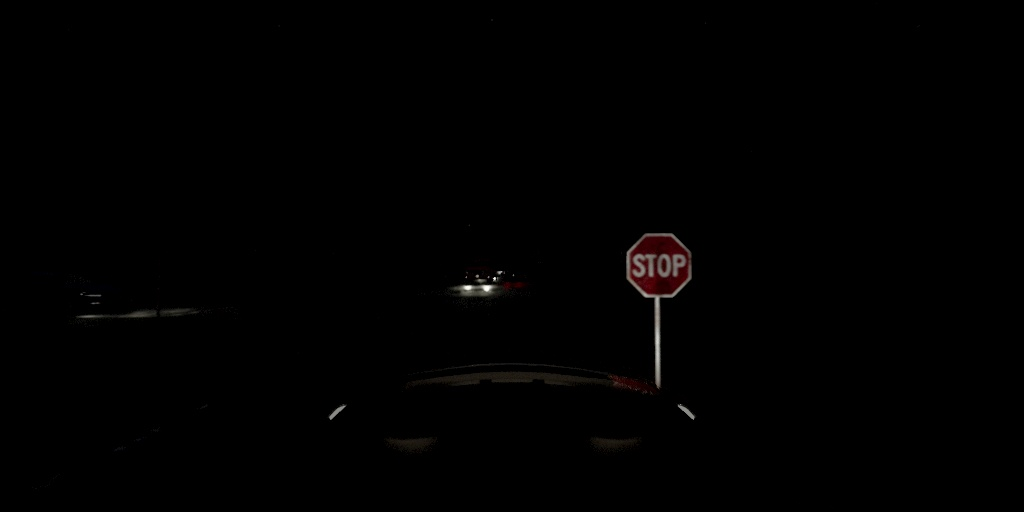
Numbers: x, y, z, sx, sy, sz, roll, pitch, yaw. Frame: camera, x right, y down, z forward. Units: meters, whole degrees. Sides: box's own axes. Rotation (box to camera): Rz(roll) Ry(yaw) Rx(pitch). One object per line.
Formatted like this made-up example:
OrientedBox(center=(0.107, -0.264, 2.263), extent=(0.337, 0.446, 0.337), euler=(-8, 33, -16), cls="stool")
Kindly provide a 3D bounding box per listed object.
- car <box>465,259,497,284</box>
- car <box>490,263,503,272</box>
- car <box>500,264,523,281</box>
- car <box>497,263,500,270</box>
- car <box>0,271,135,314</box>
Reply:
OrientedBox(center=(-2.818, 1.323, 31.862), extent=(2.150, 2.045, 5.566), euler=(0, -1, 0), cls="car")
OrientedBox(center=(-2.720, 2.007, 63.358), extent=(2.033, 1.411, 5.357), euler=(0, -1, 0), cls="car")
OrientedBox(center=(0.131, 1.643, 36.204), extent=(2.128, 1.511, 4.902), euler=(0, -1, 0), cls="car")
OrientedBox(center=(-2.807, 1.708, 43.141), extent=(1.882, 1.535, 5.008), euler=(0, 0, 0), cls="car")
OrientedBox(center=(-17.489, 1.331, 13.692), extent=(5.008, 1.535, 1.882), euler=(0, -2, -1), cls="car")
